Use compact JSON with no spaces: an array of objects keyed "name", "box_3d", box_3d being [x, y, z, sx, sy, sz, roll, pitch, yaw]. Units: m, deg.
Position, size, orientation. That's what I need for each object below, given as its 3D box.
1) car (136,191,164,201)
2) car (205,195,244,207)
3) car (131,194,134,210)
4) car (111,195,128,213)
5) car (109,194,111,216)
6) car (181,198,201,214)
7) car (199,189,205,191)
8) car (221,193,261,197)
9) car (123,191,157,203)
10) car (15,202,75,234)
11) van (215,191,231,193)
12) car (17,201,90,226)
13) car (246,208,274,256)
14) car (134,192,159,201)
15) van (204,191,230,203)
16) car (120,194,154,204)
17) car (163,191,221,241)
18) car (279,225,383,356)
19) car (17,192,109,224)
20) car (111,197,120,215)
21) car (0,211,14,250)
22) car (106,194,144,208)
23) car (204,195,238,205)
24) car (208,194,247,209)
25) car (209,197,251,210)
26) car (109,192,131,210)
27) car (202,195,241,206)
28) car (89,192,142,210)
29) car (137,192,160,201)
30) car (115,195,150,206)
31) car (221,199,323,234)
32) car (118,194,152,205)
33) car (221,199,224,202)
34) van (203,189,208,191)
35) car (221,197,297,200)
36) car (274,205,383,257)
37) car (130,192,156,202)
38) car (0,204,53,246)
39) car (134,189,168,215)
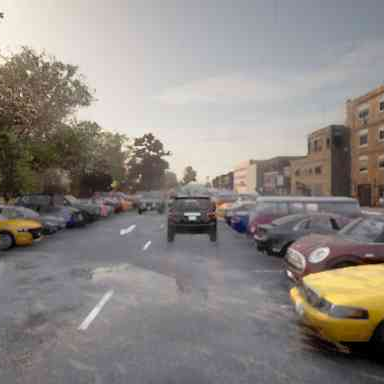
[{"name":"car","box_3d":[-9.001,0.777,71.812,5.566,2.045,2.435,0,0,0]},{"name":"car","box_3d":[4.268,1.219,44.059,4.892,1.521,2.231,0,0,0]},{"name":"car","box_3d":[-8.760,1.290,35.610,5.008,1.535,2.097,0,0,0]},{"name":"car","box_3d":[-8.717,1.326,30.041,5.008,1.535,2.097,0,0,0]},{"name":"car","box_3d":[-8.658,1.234,24.471,4.553,1.767,2.185,0,0,0]},{"name":"car","box_3d":[-0.106,1.339,33.592,1.812,1.442,4.674,0,0,0]},{"name":"car","box_3d":[4.235,0.886,55.189,5.566,2.045,2.435,0,0,0]},{"name":"car","box_3d":[4.405,1.201,27.358,4.553,1.767,2.185,0,0,0]},{"name":"car","box_3d":[-8.917,0.882,57.764,5.566,2.045,2.435,0,0,0]},{"name":"car","box_3d":[-8.646,1.407,16.117,4.892,1.521,2.231,0,0,0]},{"name":"van","box_3d":[4.474,1.084,30.078,4.442,1.987,1.878,0,0,0]},{"name":"car","box_3d":[-8.684,1.421,18.900,4.792,1.488,2.163,0,0,0]},{"name":"car","box_3d":[4.467,1.420,10.658,4.892,1.521,2.231,0,0,0]},{"name":"car","box_3d":[-8.970,0.945,66.119,4.553,1.767,2.185,0,0,0]},{"name":"van","box_3d":[4.307,0.891,57.849,4.442,1.987,1.878,0,0,0]},{"name":"car","box_3d":[-9.057,1.151,54.980,5.366,1.575,1.946,0,0,0]},{"name":"car","box_3d":[-0.003,1.136,16.208,2.150,2.045,5.566,0,0,0]},{"name":"car","box_3d":[4.321,1.444,5.091,5.366,1.575,1.946,0,0,0]},{"name":"car","box_3d":[-8.645,1.125,21.687,5.566,2.045,2.435,0,0,0]},{"name":"car","box_3d":[-8.708,1.383,27.257,4.674,1.452,2.002,0,0,0]},{"name":"car","box_3d":[-8.608,1.476,10.547,4.674,1.452,2.002,0,0,0]},{"name":"car","box_3d":[-8.837,1.108,43.966,4.553,1.767,2.185,0,0,0]},{"name":"car","box_3d":[4.247,1.179,49.625,4.892,1.521,2.231,0,0,0]},{"name":"car","box_3d":[4.321,1.112,41.274,4.553,1.767,2.185,0,0,0]},{"name":"car","box_3d":[4.304,1.296,38.492,4.674,1.452,2.002,0,0,0]},{"name":"car","box_3d":[-8.707,1.183,32.825,4.553,1.767,2.185,0,0,0]},{"name":"car","box_3d":[4.072,1.195,46.841,5.366,1.575,1.946,0,0,0]},{"name":"car","box_3d":[-8.745,1.021,38.396,5.566,2.045,2.435,0,0,0]},{"name":"car","box_3d":[-8.986,0.925,68.903,4.553,1.767,2.185,0,0,0]},{"name":"car","box_3d":[-8.809,1.224,49.535,4.792,1.488,2.163,0,0,0]},{"name":"car","box_3d":[4.429,1.375,19.008,5.008,1.535,2.097,0,0,0]},{"name":"car","box_3d":[-8.861,1.174,52.321,5.008,1.535,2.097,0,0,0]},{"name":"car","box_3d":[4.404,1.400,21.793,4.674,1.452,2.002,0,0,0]},{"name":"van","box_3d":[4.340,0.932,52.407,4.442,1.987,1.878,0,0,0]},{"name":"car","box_3d":[4.576,1.340,24.576,5.366,1.575,1.946,0,0,0]},{"name":"car","box_3d":[4.522,1.308,7.750,4.553,1.767,2.185,0,0,0]},{"name":"car","box_3d":[-8.875,0.986,60.674,4.553,1.767,2.185,0,0,0]},{"name":"car","box_3d":[-8.628,1.421,13.332,5.008,1.535,2.097,0,0,0]},{"name":"car","box_3d":[-3.791,1.049,31.901,2.150,2.045,5.566,0,1,0]}]
